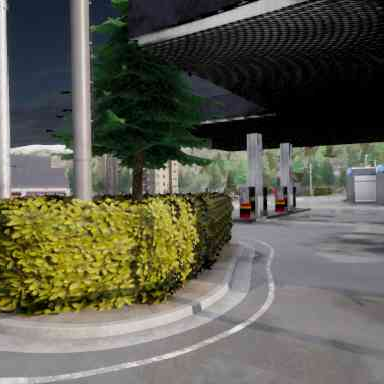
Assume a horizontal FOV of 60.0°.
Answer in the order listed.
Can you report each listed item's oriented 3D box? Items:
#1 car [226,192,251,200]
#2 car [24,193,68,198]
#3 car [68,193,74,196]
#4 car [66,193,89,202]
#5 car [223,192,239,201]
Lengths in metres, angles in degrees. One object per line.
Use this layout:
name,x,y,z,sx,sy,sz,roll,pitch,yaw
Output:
car,9.206,0.812,66.502,4.514,1.523,2.007,-1,1,35
car,-14.773,1.183,33.589,3.866,1.878,1.905,-1,1,35
car,-24.243,1.124,63.877,3.866,1.878,1.905,-1,1,35
car,-22.897,1.103,66.486,4.605,1.855,1.932,-1,1,35
car,7.434,0.850,63.913,5.027,1.636,2.152,-1,1,35
